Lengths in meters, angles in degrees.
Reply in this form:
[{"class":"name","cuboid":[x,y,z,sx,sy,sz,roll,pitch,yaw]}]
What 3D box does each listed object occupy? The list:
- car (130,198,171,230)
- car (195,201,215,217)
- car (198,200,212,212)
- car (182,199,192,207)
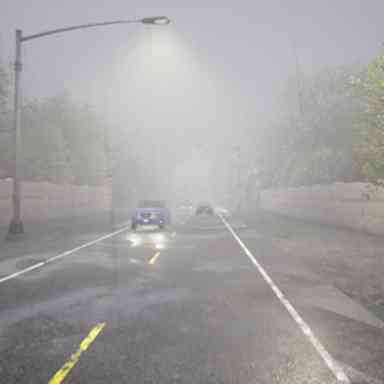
[{"class":"car","cuboid":[-2.738,1.444,23.206,2.150,2.045,5.566,0,-1,2]},{"class":"car","cuboid":[1.374,1.886,36.155,1.837,1.490,4.892,0,-1,2]},{"class":"car","cuboid":[1.833,1.998,47.482,1.837,1.490,4.892,0,0,3]},{"class":"car","cuboid":[-0.896,2.143,67.616,1.837,1.490,4.892,0,0,2]}]
